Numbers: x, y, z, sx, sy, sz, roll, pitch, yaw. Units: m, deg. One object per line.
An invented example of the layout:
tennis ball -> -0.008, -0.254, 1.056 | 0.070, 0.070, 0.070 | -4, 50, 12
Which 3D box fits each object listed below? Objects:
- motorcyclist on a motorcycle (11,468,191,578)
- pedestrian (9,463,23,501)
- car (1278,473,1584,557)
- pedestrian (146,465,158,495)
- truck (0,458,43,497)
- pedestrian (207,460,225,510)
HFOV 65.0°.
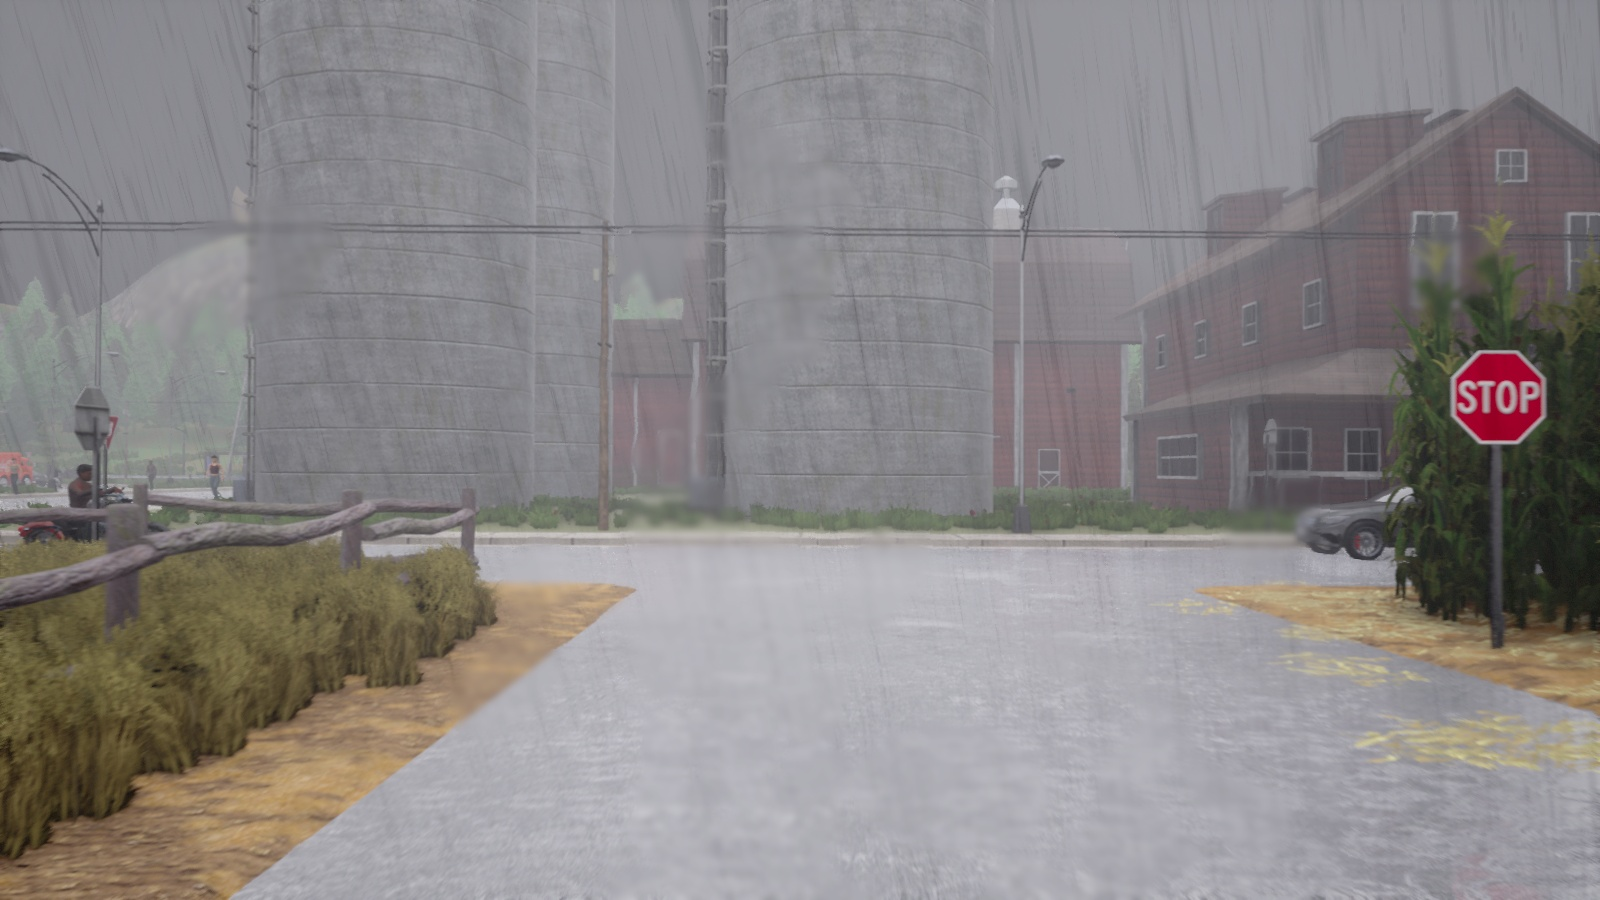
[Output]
motorcyclist on a motorcycle -> -10.760, 1.109, 19.371 | 2.350, 1.649, 0.766 | -1, -1, 0
pedestrian -> -38.883, 1.587, 62.252 | 0.345, 1.836, 0.594 | 0, -1, -3
car -> 11.431, 1.152, 22.975 | 4.674, 1.442, 1.812 | 0, -1, 0
pedestrian -> -38.667, 1.780, 74.905 | 0.328, 1.805, 0.869 | 0, -1, -3
truck -> -52.743, 1.814, 82.694 | 2.627, 2.467, 5.204 | 0, -1, -1
pedestrian -> -21.560, 1.273, 46.369 | 0.345, 1.836, 0.594 | 0, -1, 5
